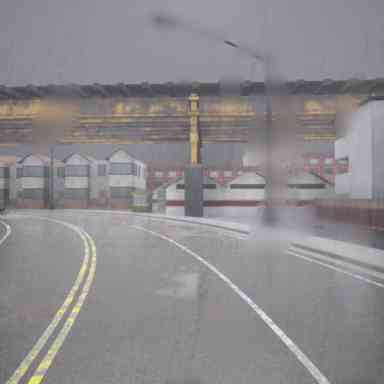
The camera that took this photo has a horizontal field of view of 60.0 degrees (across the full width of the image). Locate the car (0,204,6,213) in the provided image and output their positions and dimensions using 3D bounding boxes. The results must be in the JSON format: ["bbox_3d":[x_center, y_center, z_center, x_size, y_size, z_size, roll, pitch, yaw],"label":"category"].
[{"bbox_3d":[-24.618,1.838,39.860,5.357,1.411,2.033,-1,-2,28],"label":"car"}]
